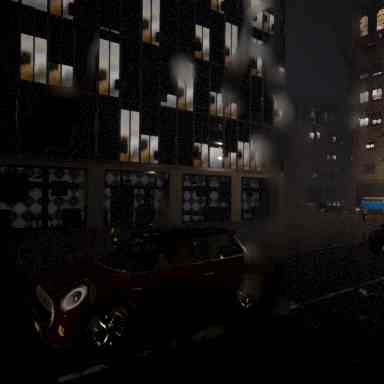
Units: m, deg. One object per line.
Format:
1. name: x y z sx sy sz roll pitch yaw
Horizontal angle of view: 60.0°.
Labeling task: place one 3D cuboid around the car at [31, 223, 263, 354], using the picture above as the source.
1. car: -0.669 1.441 6.068 4.097 1.590 1.967 0 1 -35

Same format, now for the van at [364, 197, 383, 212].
1. van: 22.128 1.524 39.601 1.690 1.788 3.998 0 -1 -35

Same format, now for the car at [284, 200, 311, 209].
1. car: 15.697 1.787 48.854 1.752 1.417 4.829 0 -1 -35

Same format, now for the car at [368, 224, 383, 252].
1. car: 8.406 1.567 12.545 4.313 1.339 1.947 0 1 -35

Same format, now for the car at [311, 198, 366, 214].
1. car: 15.243 1.620 34.821 2.008 1.369 4.403 0 -1 -35
